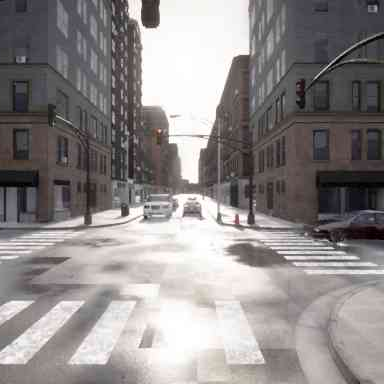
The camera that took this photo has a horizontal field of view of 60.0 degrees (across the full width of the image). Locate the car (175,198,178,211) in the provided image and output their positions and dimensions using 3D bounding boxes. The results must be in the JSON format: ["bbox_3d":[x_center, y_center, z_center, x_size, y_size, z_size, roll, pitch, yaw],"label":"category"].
[{"bbox_3d":[-2.914,1.342,39.479,2.097,1.767,4.553,0,0,0],"label":"car"}]

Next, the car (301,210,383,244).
[{"bbox_3d":[7.927,1.562,15.329,5.357,1.411,2.033,0,0,-1],"label":"car"}]

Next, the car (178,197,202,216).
[{"bbox_3d":[0.024,1.541,32.055,2.033,1.411,5.357,0,0,0],"label":"car"}]

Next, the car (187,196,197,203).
[{"bbox_3d":[-0.017,1.568,66.859,1.895,1.301,4.718,0,0,0],"label":"car"}]

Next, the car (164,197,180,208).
[{"bbox_3d":[-2.932,1.530,49.761,2.033,1.411,5.357,0,0,0],"label":"car"}]

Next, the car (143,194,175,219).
[{"bbox_3d":[-2.901,1.216,29.215,2.150,2.045,5.566,0,0,0],"label":"car"}]
